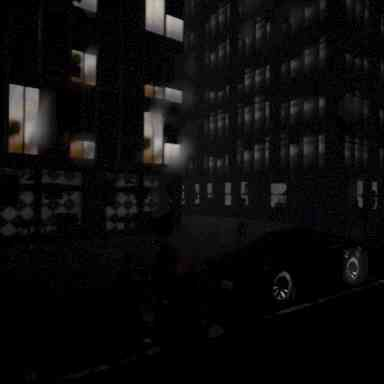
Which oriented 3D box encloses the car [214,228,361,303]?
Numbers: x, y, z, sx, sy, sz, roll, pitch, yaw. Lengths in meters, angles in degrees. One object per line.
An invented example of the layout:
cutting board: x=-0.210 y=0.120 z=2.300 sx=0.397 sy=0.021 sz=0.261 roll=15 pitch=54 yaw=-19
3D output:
car: x=2.538 y=1.618 z=8.364 sx=4.313 sy=1.339 sz=1.947 roll=1 pitch=0 yaw=-35
